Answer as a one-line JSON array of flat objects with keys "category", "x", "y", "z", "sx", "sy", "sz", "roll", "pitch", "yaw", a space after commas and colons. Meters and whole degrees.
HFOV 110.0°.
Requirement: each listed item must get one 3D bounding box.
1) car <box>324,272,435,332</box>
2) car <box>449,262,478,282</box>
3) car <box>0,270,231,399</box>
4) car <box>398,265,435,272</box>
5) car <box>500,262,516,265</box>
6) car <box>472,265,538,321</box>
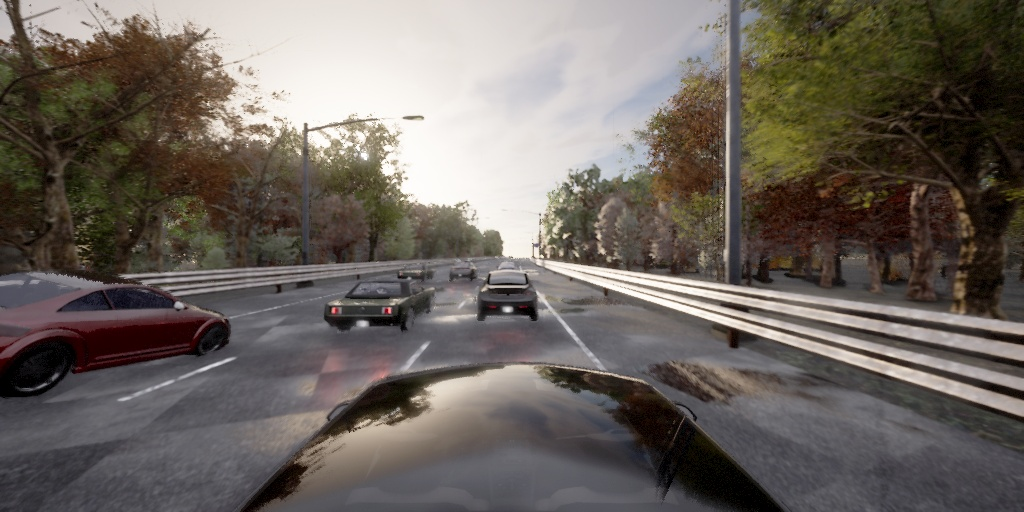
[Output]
[{"category": "car", "x": -3.626, "y": 1.340, "z": 10.834, "sx": 1.895, "sy": 1.301, "sz": 4.718, "roll": 0, "pitch": 0, "yaw": -1}, {"category": "car", "x": -3.827, "y": 1.213, "z": 28.877, "sx": 2.128, "sy": 1.511, "sz": 4.902, "roll": 0, "pitch": 0, "yaw": 0}, {"category": "car", "x": -6.895, "y": 1.024, "z": 6.037, "sx": 1.994, "sy": 1.385, "sz": 4.181, "roll": 14, "pitch": -7, "yaw": 0}, {"category": "car", "x": -7.324, "y": 1.319, "z": 27.954, "sx": 1.895, "sy": 1.301, "sz": 4.718, "roll": 0, "pitch": 0, "yaw": 0}, {"category": "car", "x": -0.350, "y": 1.250, "z": 30.221, "sx": 1.812, "sy": 1.442, "sz": 4.674, "roll": 0, "pitch": 0, "yaw": 0}, {"category": "car", "x": -0.153, "y": 1.247, "z": 12.480, "sx": 1.837, "sy": 1.490, "sz": 4.892, "roll": 0, "pitch": 0, "yaw": -1}]
